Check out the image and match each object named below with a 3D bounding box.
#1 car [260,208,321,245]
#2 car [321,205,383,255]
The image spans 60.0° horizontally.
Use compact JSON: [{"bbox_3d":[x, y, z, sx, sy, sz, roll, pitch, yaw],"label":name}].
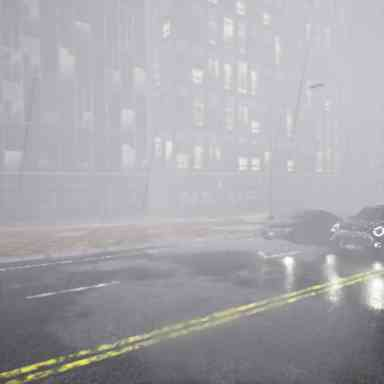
[{"bbox_3d":[5.233,1.496,15.392,4.674,1.442,1.812,0,0,-35],"label":"car"},{"bbox_3d":[7.374,1.321,12.926,4.553,1.767,2.097,0,0,-35],"label":"car"}]
